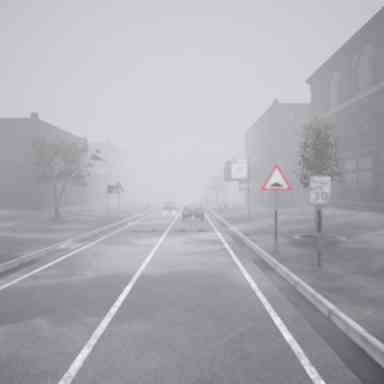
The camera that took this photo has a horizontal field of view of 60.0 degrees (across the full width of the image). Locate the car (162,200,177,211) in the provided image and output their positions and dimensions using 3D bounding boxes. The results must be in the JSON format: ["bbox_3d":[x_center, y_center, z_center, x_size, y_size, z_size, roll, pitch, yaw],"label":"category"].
[{"bbox_3d":[-3.086,1.870,47.063,2.033,1.411,5.357,0,0,0],"label":"car"}]

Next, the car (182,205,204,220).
[{"bbox_3d":[0.093,1.805,30.090,1.895,1.301,4.718,0,0,0],"label":"car"}]
